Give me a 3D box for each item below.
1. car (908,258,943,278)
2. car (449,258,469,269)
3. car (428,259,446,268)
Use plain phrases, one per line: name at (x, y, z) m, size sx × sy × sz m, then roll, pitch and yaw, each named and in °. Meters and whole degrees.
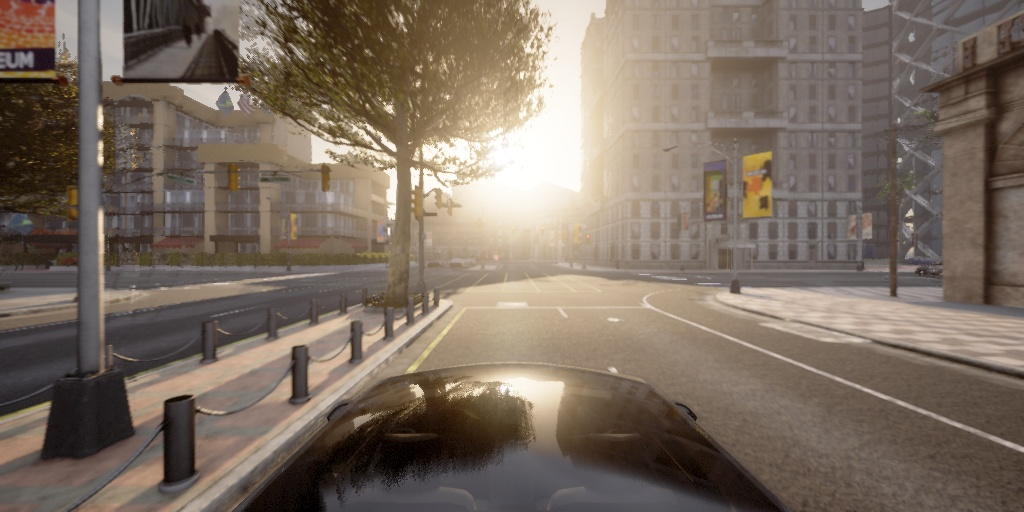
car at (38.773, 1.157, 31.771) m, size 4.892 × 1.490 × 1.837 m, roll 0°, pitch 0°, yaw 0°
car at (-7.995, 1.063, 52.623) m, size 1.882 × 1.535 × 5.008 m, roll 0°, pitch 0°, yaw 0°
car at (-11.541, 1.178, 55.168) m, size 1.895 × 1.301 × 4.718 m, roll 0°, pitch 0°, yaw 1°
